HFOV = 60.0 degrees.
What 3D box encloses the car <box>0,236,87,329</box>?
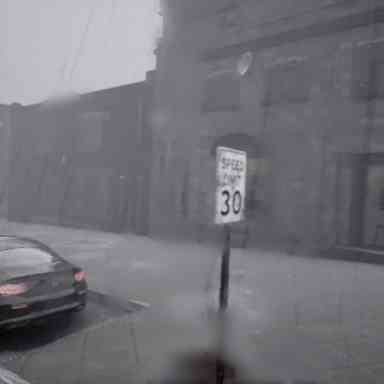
[{"bbox_3d":[-3.965,1.594,6.580,4.674,1.452,2.002,-1,-2,37],"label":"car"}]
